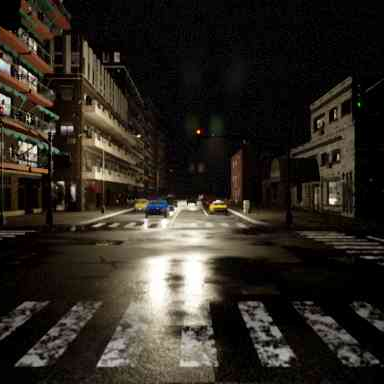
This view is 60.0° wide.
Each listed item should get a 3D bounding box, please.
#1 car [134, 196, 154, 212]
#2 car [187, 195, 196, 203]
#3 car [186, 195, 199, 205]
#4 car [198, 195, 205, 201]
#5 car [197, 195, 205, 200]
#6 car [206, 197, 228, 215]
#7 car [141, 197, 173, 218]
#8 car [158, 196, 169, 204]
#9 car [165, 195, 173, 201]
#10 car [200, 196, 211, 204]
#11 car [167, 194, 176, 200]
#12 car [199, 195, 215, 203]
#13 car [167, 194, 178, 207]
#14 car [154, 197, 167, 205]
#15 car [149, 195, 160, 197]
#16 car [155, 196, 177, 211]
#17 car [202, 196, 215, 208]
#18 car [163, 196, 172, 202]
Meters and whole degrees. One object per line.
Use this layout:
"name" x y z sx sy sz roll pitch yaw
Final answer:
"car" -5.725 1.532 39.212 1.752 1.417 4.829 0 0 0
"car" -0.066 1.403 70.658 1.882 1.535 5.008 0 0 0
"car" -0.057 1.571 60.238 2.033 1.411 5.357 0 0 0
"car" 2.607 1.592 89.414 1.752 1.417 4.829 0 0 0
"car" 2.602 1.628 94.783 2.008 1.369 4.403 0 0 0
"car" 2.661 1.529 34.022 1.752 1.417 4.829 0 0 0
"car" -3.129 1.480 30.712 1.882 1.535 5.008 0 0 0
"car" -5.751 1.557 66.908 1.752 1.417 4.829 0 0 0
"car" -5.767 1.497 83.696 1.967 1.590 4.097 0 0 0
"car" 2.629 1.583 67.087 2.008 1.369 4.403 0 0 0
"car" -5.777 1.392 94.775 2.192 1.841 5.009 0 0 0
"car" 2.646 1.329 50.469 2.192 1.841 5.009 0 0 0
"car" -3.122 1.518 50.058 1.837 1.490 4.892 0 0 0
"car" -5.746 1.576 61.539 2.008 1.369 4.403 0 0 0
"car" -5.735 1.329 50.461 2.192 1.841 5.009 0 0 0
"car" -3.119 1.532 39.990 1.812 1.442 4.674 0 0 0
"car" 2.650 1.592 44.930 1.802 1.307 4.206 0 0 0
"car" -5.762 1.593 78.157 1.887 1.381 4.507 0 0 0
